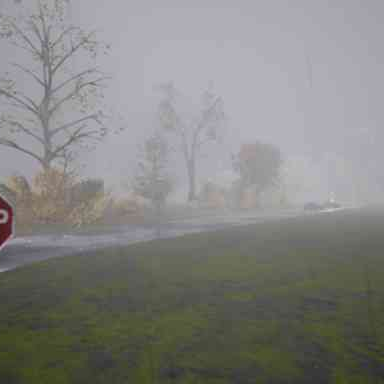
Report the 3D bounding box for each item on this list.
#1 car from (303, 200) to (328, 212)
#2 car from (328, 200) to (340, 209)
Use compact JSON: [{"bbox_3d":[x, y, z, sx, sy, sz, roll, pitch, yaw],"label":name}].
[{"bbox_3d":[17.061,1.941,46.467,1.837,1.490,4.892,0,0,36],"label":"car"},{"bbox_3d":[22.943,1.992,54.680,2.128,1.511,4.902,0,0,36],"label":"car"}]
